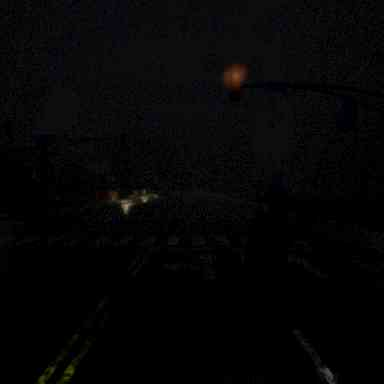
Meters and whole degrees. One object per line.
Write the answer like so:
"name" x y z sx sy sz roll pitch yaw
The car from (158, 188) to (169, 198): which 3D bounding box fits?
"car" -6.358 0.178 75.205 2.150 2.045 5.566 0 1 0
